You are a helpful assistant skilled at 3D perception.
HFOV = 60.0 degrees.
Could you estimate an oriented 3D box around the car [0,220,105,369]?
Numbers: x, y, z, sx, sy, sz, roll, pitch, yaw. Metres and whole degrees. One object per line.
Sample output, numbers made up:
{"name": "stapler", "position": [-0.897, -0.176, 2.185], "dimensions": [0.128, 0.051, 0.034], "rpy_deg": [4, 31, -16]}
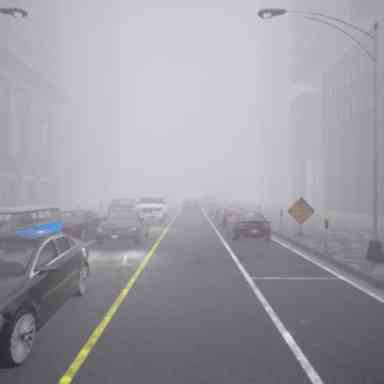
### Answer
{"name": "car", "position": [-3.159, 1.498, 5.769], "dimensions": [2.128, 1.511, 4.902], "rpy_deg": [0, 0, -3]}

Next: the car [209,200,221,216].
{"name": "car", "position": [2.702, 1.607, 27.812], "dimensions": [1.887, 1.381, 4.507], "rpy_deg": [0, 0, 0]}

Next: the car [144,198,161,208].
{"name": "car", "position": [-5.906, 1.645, 49.906], "dimensions": [2.008, 1.369, 4.403], "rpy_deg": [0, 0, 0]}

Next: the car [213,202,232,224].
{"name": "car", "position": [2.718, 1.595, 22.286], "dimensions": [1.887, 1.381, 4.507], "rpy_deg": [0, 0, 0]}

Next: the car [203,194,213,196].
{"name": "car", "position": [2.636, 1.426, 49.914], "dimensions": [2.192, 1.841, 5.009], "rpy_deg": [0, 0, 0]}

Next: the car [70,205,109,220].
{"name": "car", "position": [-5.821, 1.567, 16.756], "dimensions": [1.887, 1.381, 4.507], "rpy_deg": [0, 0, 0]}

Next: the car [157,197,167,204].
{"name": "car", "position": [-5.948, 1.656, 66.310], "dimensions": [1.752, 1.417, 4.829], "rpy_deg": [0, 0, 0]}

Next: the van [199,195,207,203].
{"name": "van", "position": [2.555, 1.513, 77.540], "dimensions": [1.690, 1.788, 3.998], "rpy_deg": [0, 0, 0]}

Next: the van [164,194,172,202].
{"name": "van", "position": [-5.991, 1.510, 83.055], "dimensions": [1.690, 1.788, 3.998], "rpy_deg": [0, 0, 0]}

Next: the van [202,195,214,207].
{"name": "van", "position": [2.620, 1.464, 55.439], "dimensions": [1.690, 1.788, 3.998], "rpy_deg": [0, 0, 0]}

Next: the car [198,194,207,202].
{"name": "car", "position": [2.538, 1.500, 83.066], "dimensions": [2.192, 1.841, 5.009], "rpy_deg": [0, 0, 0]}

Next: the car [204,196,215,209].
{"name": "car", "position": [2.653, 1.643, 44.388], "dimensions": [1.887, 1.381, 4.507], "rpy_deg": [0, 0, 0]}

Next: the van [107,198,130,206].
{"name": "van", "position": [-5.850, 1.387, 27.806], "dimensions": [1.690, 1.788, 3.998], "rpy_deg": [0, 0, 0]}

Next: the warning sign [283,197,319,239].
{"name": "warning sign", "position": [5.033, 1.156, 15.383], "dimensions": [1.300, 1.860, 1.060], "rpy_deg": [0, 0, 0]}

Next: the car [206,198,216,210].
{"name": "car", "position": [2.685, 1.600, 33.507], "dimensions": [1.752, 1.417, 4.829], "rpy_deg": [0, 0, 0]}

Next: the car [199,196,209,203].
{"name": "car", "position": [2.571, 1.600, 72.016], "dimensions": [1.967, 1.590, 4.097], "rpy_deg": [0, 0, 0]}

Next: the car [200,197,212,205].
{"name": "car", "position": [2.604, 1.686, 60.964], "dimensions": [2.008, 1.369, 4.403], "rpy_deg": [0, 0, 0]}

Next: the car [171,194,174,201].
{"name": "car", "position": [-5.977, 1.471, 77.530], "dimensions": [2.192, 1.841, 5.009], "rpy_deg": [0, 0, 0]}

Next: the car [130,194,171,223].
{"name": "car", "position": [-3.159, 1.270, 26.426], "dimensions": [2.150, 2.045, 5.566], "rpy_deg": [0, 0, 0]}

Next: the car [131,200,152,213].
{"name": "car", "position": [-5.878, 1.652, 38.856], "dimensions": [1.802, 1.307, 4.206], "rpy_deg": [0, 0, 0]}

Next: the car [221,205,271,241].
{"name": "car", "position": [2.734, 1.584, 16.761], "dimensions": [1.887, 1.381, 4.507], "rpy_deg": [0, 0, 0]}

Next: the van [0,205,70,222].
{"name": "van", "position": [-5.807, 1.353, 11.231], "dimensions": [1.690, 1.788, 3.998], "rpy_deg": [0, 0, 0]}

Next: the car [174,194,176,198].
{"name": "car", "position": [-6.004, 1.707, 88.409], "dimensions": [1.752, 1.417, 4.829], "rpy_deg": [0, 0, 0]}

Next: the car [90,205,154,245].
{"name": "car", "position": [-3.131, 1.552, 15.790], "dimensions": [1.812, 1.442, 4.674], "rpy_deg": [0, 0, 0]}

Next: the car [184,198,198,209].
{"name": "car", "position": [-0.118, 1.625, 47.365], "dimensions": [1.812, 1.442, 4.674], "rpy_deg": [0, 0, 0]}

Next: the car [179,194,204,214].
{"name": "car", "position": [-0.038, 1.429, 36.790], "dimensions": [2.097, 1.767, 4.553], "rpy_deg": [0, 0, 0]}
